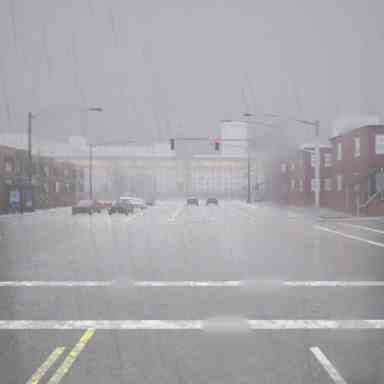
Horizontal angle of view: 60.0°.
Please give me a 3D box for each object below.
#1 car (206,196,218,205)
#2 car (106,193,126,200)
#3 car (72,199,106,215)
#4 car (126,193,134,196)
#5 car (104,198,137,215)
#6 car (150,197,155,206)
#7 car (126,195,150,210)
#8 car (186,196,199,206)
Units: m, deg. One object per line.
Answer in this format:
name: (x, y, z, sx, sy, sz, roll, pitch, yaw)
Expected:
car: (3.477, 1.505, 58.450, 1.837, 1.490, 4.892, 0, 0, 0)
car: (-10.609, 1.352, 44.019, 2.097, 1.767, 4.553, 0, 0, 0)
car: (-10.611, 1.478, 33.853, 1.882, 1.535, 5.008, 0, 0, 0)
car: (-10.604, 1.221, 54.576, 2.150, 2.045, 5.566, 0, 0, -1)
car: (-7.109, 1.601, 33.628, 1.895, 1.301, 4.718, 0, 0, 0)
car: (-7.098, 1.547, 53.908, 2.033, 1.411, 5.357, 0, 0, 1)
car: (-7.104, 1.526, 43.626, 1.812, 1.442, 4.674, 0, 0, 0)
car: (0.081, 1.477, 56.335, 1.882, 1.535, 5.008, 0, 0, 0)
